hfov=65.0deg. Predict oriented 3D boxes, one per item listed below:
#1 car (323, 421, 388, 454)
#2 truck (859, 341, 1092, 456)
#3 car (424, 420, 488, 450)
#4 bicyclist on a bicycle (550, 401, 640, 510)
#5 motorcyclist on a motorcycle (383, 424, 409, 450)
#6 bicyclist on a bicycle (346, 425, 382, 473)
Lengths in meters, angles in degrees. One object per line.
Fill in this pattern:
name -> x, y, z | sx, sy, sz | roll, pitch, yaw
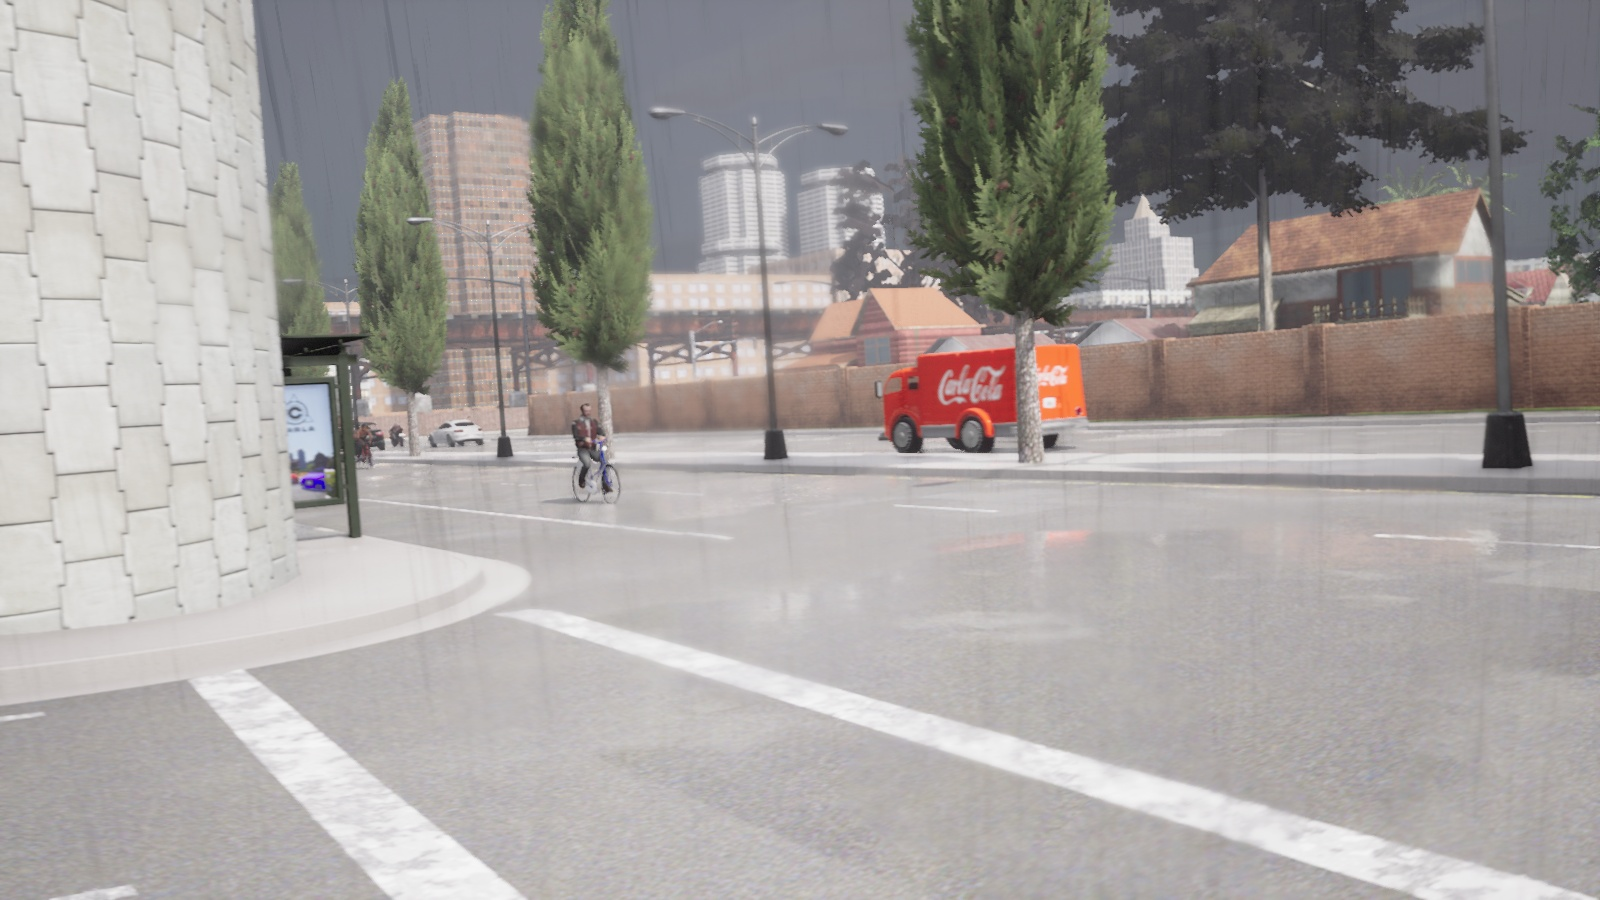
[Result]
car -> -25.693, -0.697, 72.555 | 2.242, 1.667, 4.611 | -6, 3, -35
truck -> 4.152, -1.190, 30.562 | 2.627, 2.467, 5.204 | -6, 3, -35
car -> -19.005, -0.820, 69.198 | 1.812, 1.442, 4.674 | -6, 3, -35
bicyclist on a bicycle -> -3.553, 0.088, 21.671 | 0.659, 1.776, 1.843 | -6, 3, -35
motorcyclist on a motorcycle -> -25.002, -0.782, 77.719 | 0.866, 1.530, 2.191 | -5, 3, -33
bicyclist on a bicycle -> -15.337, -0.029, 44.169 | 0.582, 1.620, 1.656 | -6, 4, -36
